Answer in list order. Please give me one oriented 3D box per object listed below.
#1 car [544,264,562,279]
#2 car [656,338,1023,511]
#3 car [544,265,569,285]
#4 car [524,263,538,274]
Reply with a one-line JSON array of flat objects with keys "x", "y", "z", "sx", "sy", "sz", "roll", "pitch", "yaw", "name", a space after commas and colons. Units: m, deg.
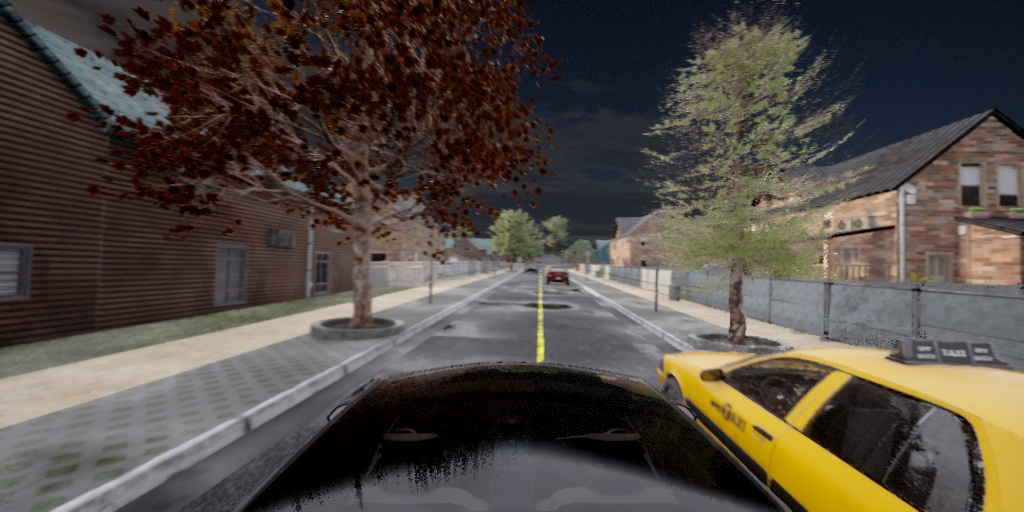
[{"x": 4.863, "y": 1.829, "z": 43.172, "sx": 1.882, "sy": 1.535, "sz": 5.008, "roll": 2, "pitch": 0, "yaw": 5, "name": "car"}, {"x": 2.551, "y": 1.282, "z": 2.390, "sx": 1.801, "sy": 1.575, "sz": 5.366, "roll": 2, "pitch": -1, "yaw": 5, "name": "car"}, {"x": 3.948, "y": 1.667, "z": 31.351, "sx": 1.882, "sy": 1.535, "sz": 5.008, "roll": 2, "pitch": -1, "yaw": 5, "name": "car"}, {"x": 2.922, "y": 1.784, "z": 54.287, "sx": 2.097, "sy": 1.767, "sz": 4.553, "roll": 2, "pitch": -1, "yaw": 4, "name": "car"}]
